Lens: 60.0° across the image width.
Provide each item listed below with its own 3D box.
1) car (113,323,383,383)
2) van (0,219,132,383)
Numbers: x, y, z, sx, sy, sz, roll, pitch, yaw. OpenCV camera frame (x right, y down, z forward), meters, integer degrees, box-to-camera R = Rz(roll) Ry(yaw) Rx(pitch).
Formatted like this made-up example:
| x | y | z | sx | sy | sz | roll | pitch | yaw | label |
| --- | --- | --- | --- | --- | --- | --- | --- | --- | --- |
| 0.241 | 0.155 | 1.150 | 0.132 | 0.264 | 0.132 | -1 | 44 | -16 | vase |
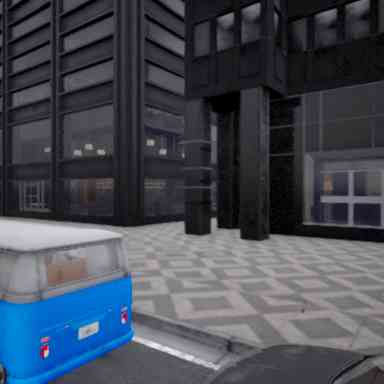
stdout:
| x | y | z | sx | sy | sz | roll | pitch | yaw | label |
| --- | --- | --- | --- | --- | --- | --- | --- | --- | --- |
| 1.903 | 1.551 | 1.604 | 4.403 | 1.369 | 2.008 | 0 | 0 | 35 | car |
| -2.687 | 1.344 | 4.876 | 3.998 | 1.788 | 1.690 | 0 | 0 | 35 | van |
